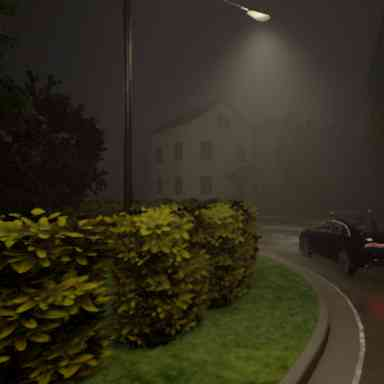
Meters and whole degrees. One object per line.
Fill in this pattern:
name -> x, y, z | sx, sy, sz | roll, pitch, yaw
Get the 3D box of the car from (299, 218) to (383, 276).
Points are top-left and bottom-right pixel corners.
car -> 5.009, 1.560, 10.573 | 2.128, 1.511, 4.902 | 0, -1, -2
